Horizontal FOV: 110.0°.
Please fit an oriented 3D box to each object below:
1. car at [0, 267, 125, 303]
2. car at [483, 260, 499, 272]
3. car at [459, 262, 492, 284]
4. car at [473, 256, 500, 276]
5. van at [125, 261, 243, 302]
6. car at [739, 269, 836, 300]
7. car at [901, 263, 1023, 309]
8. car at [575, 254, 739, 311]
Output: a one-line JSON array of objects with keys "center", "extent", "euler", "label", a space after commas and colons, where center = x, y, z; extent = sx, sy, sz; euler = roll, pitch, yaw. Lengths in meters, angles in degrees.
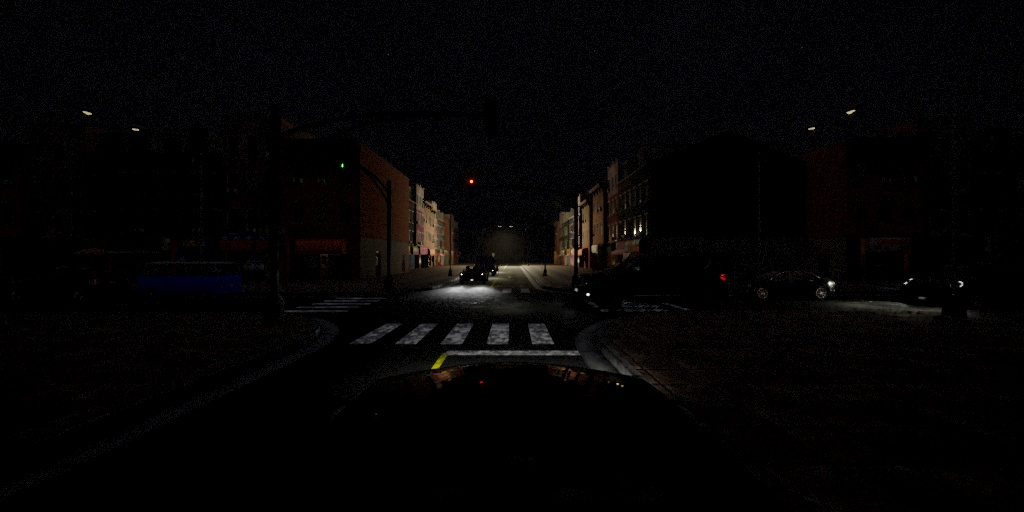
[{"center": [-20.193, 1.239, 16.406], "extent": [4.097, 1.591, 1.967], "euler": [0, 0, 0], "label": "car"}, {"center": [-2.760, 1.285, 48.158], "extent": [1.837, 1.490, 4.892], "euler": [0, 0, 0], "label": "car"}, {"center": [-2.805, 1.365, 27.313], "extent": [1.895, 1.301, 4.718], "euler": [0, 0, 0], "label": "car"}, {"center": [-2.788, 0.994, 37.806], "extent": [2.150, 2.045, 5.566], "euler": [0, 0, 0], "label": "car"}, {"center": [-14.718, 1.124, 16.423], "extent": [3.998, 1.789, 1.690], "euler": [0, 0, 0], "label": "van"}, {"center": [12.285, 1.267, 16.503], "extent": [4.403, 1.370, 2.007], "euler": [0, 0, 0], "label": "car"}, {"center": [18.213, 1.055, 13.983], "extent": [4.553, 1.767, 2.097], "euler": [0, 0, 0], "label": "car"}, {"center": [5.284, 0.955, 13.947], "extent": [5.566, 2.045, 2.150], "euler": [0, 0, 0], "label": "car"}]
